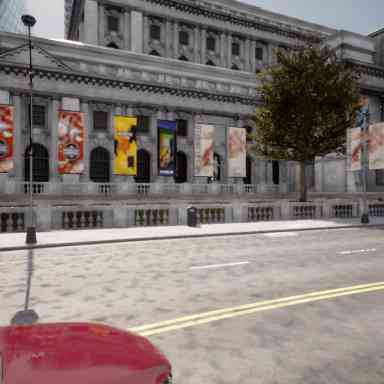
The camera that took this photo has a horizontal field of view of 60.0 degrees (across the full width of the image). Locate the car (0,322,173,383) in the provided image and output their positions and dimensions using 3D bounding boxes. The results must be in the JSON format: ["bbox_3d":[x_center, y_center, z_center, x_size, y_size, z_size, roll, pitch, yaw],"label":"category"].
[{"bbox_3d":[-2.250,1.526,1.914,4.674,1.442,1.812,0,0,-36],"label":"car"}]
